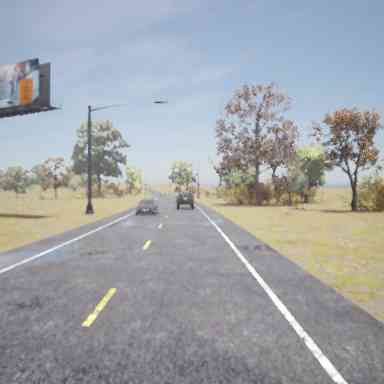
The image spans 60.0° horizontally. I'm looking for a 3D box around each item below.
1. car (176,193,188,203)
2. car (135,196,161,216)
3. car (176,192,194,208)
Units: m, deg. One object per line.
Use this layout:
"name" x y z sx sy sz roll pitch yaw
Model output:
"car" -1.948 1.030 62.504 2.097 1.767 4.553 0 0 -4
"car" -4.126 1.363 30.946 1.837 1.490 4.892 0 0 -2
"car" -0.899 1.011 43.286 2.150 2.045 5.566 0 0 -3
